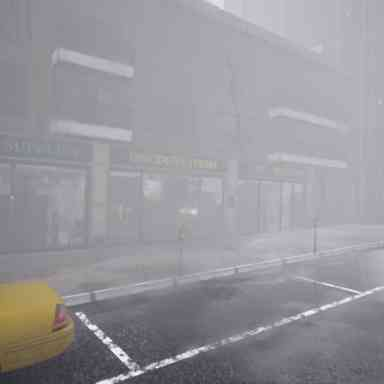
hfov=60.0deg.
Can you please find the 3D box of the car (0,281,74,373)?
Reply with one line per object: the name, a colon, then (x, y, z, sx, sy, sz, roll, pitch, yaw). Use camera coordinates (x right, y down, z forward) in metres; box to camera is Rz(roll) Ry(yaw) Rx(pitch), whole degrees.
car: (-3.789, 1.525, 3.368, 4.829, 1.417, 1.752, 0, 2, -35)
